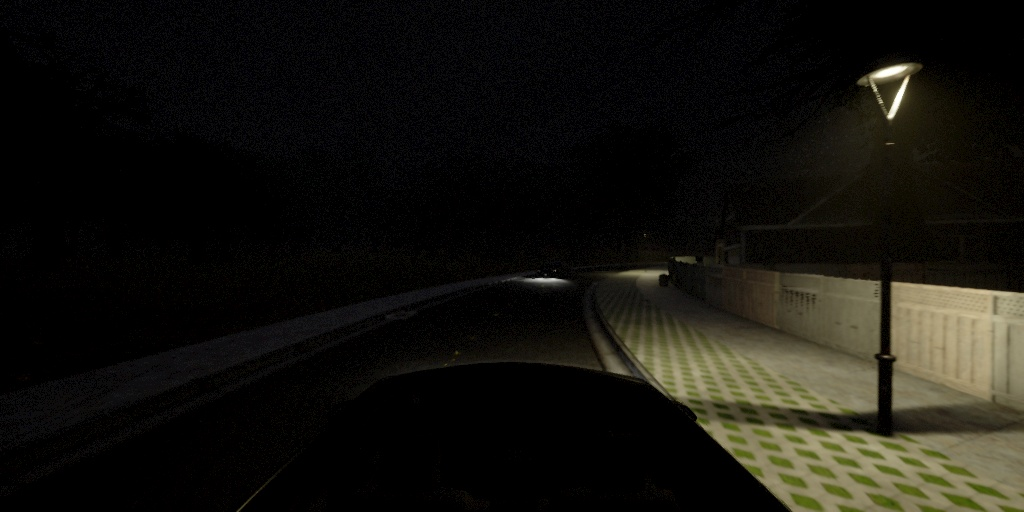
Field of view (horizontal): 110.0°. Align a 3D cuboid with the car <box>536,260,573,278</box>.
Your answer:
[{"bbox_3d":[3.730,1.040,30.529,2.033,1.411,5.357,0,0,24],"label":"car"}]
